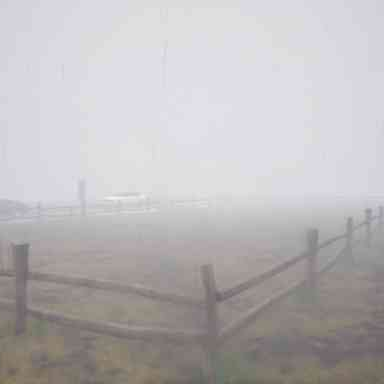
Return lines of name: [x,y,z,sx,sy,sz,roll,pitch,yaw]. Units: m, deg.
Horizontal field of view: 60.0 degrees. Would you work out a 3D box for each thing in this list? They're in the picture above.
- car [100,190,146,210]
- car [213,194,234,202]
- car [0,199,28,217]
car: [-7.653,0.873,37.303,2.150,2.045,5.566,1,2,36]
car: [5.298,0.959,55.098,1.994,1.385,4.181,1,1,36]
car: [-15.623,1.322,26.267,1.837,1.490,4.892,1,1,36]
